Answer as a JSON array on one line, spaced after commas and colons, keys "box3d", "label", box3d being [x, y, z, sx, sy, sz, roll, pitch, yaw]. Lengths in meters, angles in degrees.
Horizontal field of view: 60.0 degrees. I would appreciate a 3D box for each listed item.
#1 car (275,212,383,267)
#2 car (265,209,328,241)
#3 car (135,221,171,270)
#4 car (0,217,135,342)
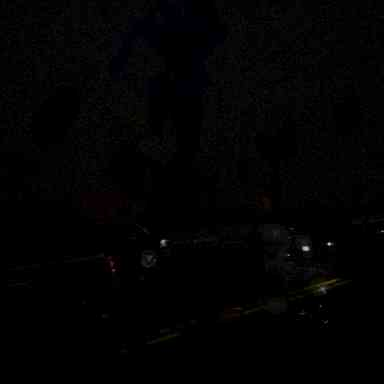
[{"box3d": [5.154, 1.587, 11.631, 4.181, 1.385, 1.994, 0, 0, -37], "label": "car"}, {"box3d": [5.548, 1.560, 15.977, 4.674, 1.442, 1.812, 0, 0, -37], "label": "car"}, {"box3d": [-2.917, 1.540, 9.646, 4.892, 1.490, 1.837, 0, 0, -37], "label": "car"}, {"box3d": [-3.475, 1.374, 5.168, 4.553, 1.767, 2.097, 0, 0, -37], "label": "car"}]
